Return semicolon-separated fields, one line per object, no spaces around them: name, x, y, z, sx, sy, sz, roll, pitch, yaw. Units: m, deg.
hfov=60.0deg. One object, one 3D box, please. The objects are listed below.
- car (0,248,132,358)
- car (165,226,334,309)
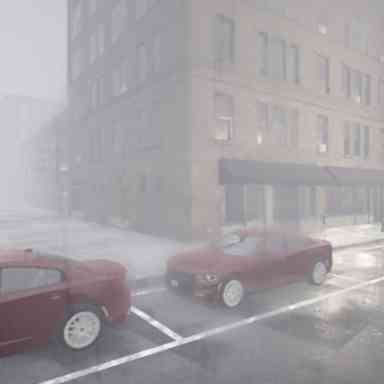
car;-3.064;1.545;4.580;4.507;1.381;1.887;0;0;-35
car;1.492;1.542;7.828;4.507;1.381;1.887;0;0;-35
